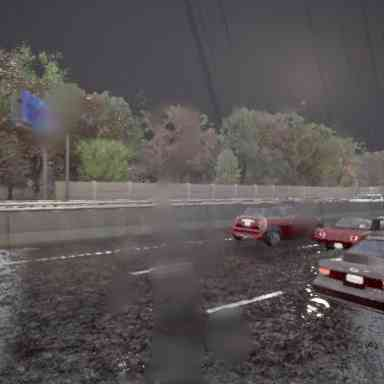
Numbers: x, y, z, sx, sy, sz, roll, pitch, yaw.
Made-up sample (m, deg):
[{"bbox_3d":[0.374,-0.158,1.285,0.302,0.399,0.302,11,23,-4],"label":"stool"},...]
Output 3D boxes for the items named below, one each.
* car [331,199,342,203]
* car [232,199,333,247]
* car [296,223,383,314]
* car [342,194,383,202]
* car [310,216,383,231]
[{"bbox_3d":[18.163,1.620,42.685,4.181,1.385,1.994,0,0,-35],"label":"car"},{"bbox_3d":[4.069,1.358,15.240,4.553,1.767,2.097,0,0,-35],"label":"car"},{"bbox_3d":[4.855,1.551,7.202,5.357,1.411,2.033,0,0,-35],"label":"car"},{"bbox_3d":[21.220,1.284,40.559,5.566,2.045,2.150,1,0,-35],"label":"car"},{"bbox_3d":[6.976,1.608,13.011,4.718,1.301,1.895,0,0,-35],"label":"car"}]
